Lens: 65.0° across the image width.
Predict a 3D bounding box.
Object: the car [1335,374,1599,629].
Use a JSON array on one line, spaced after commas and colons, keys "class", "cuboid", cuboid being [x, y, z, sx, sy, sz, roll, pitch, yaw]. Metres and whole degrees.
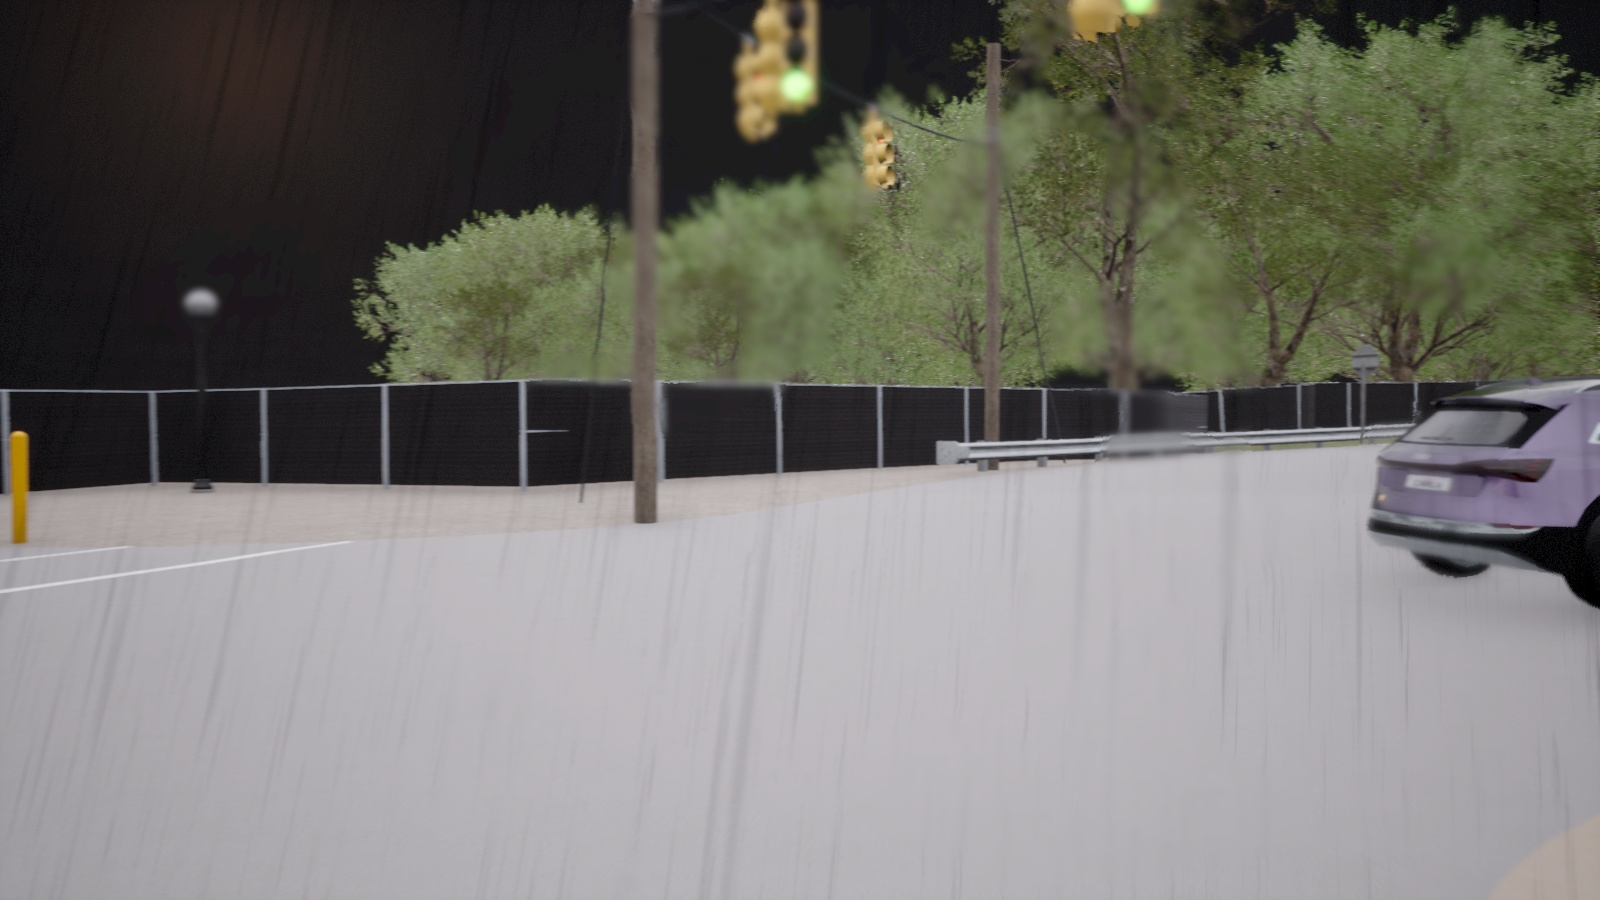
[{"class": "car", "cuboid": [6.973, 0.217, 9.755, 4.856, 1.649, 2.033, -3, 3, -11]}]
